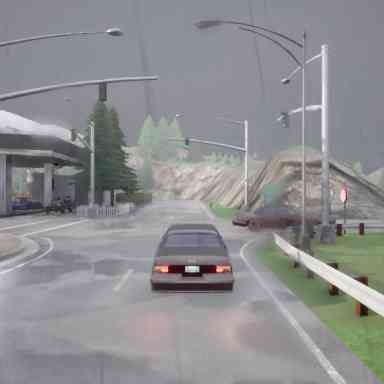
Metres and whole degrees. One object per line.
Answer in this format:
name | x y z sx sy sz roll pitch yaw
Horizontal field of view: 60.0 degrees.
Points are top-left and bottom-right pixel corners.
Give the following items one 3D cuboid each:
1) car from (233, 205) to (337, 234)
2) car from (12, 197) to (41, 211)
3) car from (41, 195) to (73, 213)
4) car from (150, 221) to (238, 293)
car | 4.886 1.390 17.843 5.357 1.411 2.033 -1 0 27
car | -20.220 1.480 40.846 2.242 1.667 4.611 0 0 -1
car | -14.515 1.313 36.567 1.905 1.878 3.866 0 0 -1
car | 0.004 1.547 8.980 2.033 1.411 5.357 0 0 0
